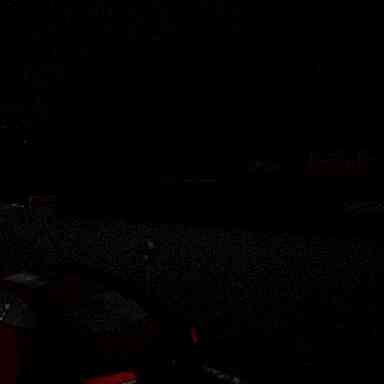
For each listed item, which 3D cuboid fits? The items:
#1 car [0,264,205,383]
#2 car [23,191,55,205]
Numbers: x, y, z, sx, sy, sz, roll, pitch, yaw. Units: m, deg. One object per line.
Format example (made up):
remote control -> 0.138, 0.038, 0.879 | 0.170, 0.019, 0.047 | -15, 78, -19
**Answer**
car -> -1.810, 1.581, 4.093 | 4.206, 1.307, 1.802 | 0, 1, 36
car -> -19.027, 0.732, 42.467 | 2.097, 1.767, 4.553 | 1, 2, 36
